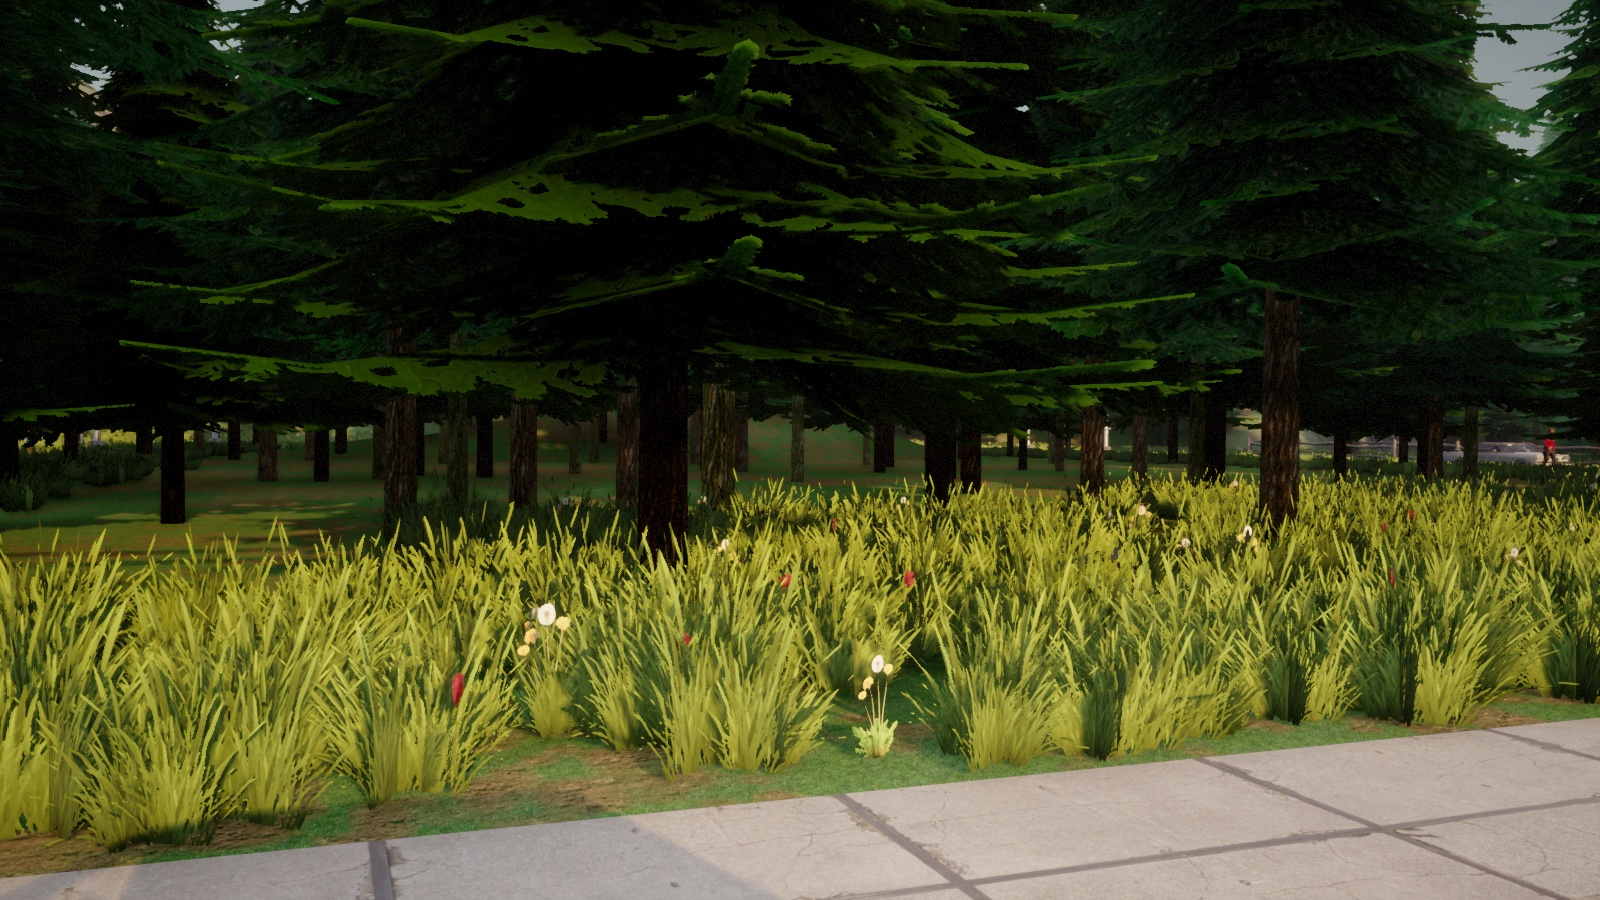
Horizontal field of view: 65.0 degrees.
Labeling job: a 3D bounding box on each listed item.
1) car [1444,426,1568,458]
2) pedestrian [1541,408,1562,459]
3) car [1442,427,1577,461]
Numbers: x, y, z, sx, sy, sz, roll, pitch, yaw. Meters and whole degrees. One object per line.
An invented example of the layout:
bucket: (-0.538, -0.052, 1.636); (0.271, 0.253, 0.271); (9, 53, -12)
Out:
car: (31.255, -0.374, 55.781); (1.895, 1.301, 4.718); (-1, 1, -20)
pedestrian: (26.971, -0.591, 45.072); (0.331, 1.846, 0.636); (-1, 1, -12)
car: (29.040, -0.281, 51.573); (1.895, 1.301, 4.718); (-1, 1, -20)
